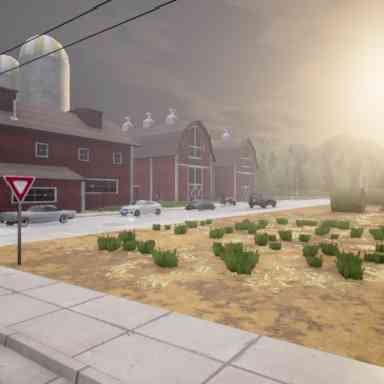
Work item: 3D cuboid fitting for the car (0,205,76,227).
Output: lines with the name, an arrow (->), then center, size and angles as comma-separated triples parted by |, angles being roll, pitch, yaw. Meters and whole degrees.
car -> -10.570, 1.581, 23.000 | 1.895, 1.301, 4.718 | 0, 0, 35

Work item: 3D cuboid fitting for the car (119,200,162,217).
car -> -4.724, 1.505, 31.437 | 1.812, 1.442, 4.674 | 0, 0, 34

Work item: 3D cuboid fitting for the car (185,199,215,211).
car -> 0.986, 1.543, 39.707 | 1.994, 1.385, 4.181 | 0, 0, 35

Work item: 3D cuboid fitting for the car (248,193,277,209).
car -> 9.796, 1.200, 46.095 | 2.150, 2.045, 5.566 | 0, 0, 36

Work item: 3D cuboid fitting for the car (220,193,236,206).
car -> 5.853, 1.126, 53.976 | 1.905, 1.878, 3.866 | 6, 1, -8
